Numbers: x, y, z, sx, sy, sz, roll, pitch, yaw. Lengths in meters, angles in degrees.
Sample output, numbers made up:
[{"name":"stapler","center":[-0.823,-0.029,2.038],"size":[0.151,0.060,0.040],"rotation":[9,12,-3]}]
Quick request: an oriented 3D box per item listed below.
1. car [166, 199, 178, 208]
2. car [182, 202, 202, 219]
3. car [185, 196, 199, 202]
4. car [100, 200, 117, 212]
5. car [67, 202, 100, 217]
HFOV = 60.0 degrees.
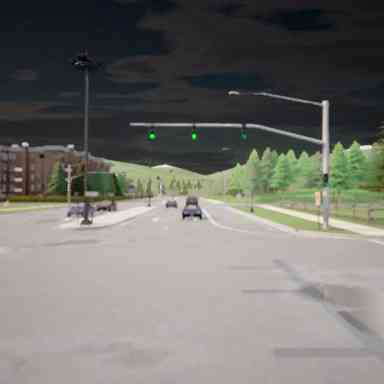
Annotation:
[{"name":"car","center":[-3.487,2.003,57.259],"size":[2.128,1.511,4.902],"rotation":[0,-1,0]},{"name":"car","center":[0.008,1.886,31.854],"size":[1.895,1.301,4.718],"rotation":[0,-1,0]},{"name":"car","center":[0.013,1.734,57.292],"size":[2.150,2.045,5.566],"rotation":[0,-1,0]},{"name":"car","center":[-11.547,1.884,45.414],"size":[1.882,1.535,5.008],"rotation":[0,-1,0]},{"name":"car","center":[-11.572,1.840,35.063],"size":[1.812,1.442,4.674],"rotation":[0,-1,0]}]
